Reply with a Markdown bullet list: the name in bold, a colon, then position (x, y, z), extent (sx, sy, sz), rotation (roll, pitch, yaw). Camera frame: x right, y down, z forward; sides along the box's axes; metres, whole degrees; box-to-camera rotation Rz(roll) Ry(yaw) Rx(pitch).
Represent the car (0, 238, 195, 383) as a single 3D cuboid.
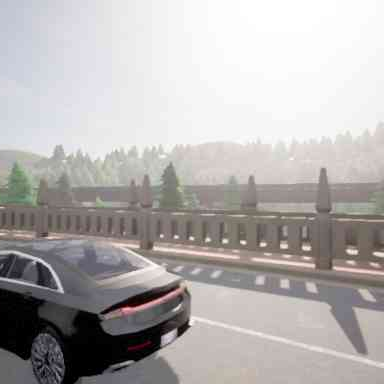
- **car**: position (-2.296, 1.499, 5.228), extent (4.902, 1.511, 2.128), rotation (0, 0, 33)
